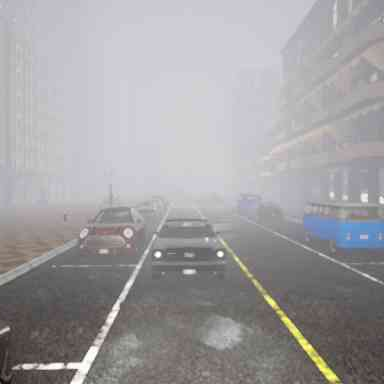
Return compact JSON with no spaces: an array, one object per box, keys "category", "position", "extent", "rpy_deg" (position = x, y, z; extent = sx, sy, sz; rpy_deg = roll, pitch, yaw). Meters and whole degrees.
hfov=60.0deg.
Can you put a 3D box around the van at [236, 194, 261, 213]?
[{"category":"van","position":[4.979,1.053,29.243],"extent":[1.690,1.788,3.998],"rpy_deg":[0,1,-2]}]

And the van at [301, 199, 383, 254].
[{"category":"van","position":[5.550,1.213,12.685],"extent":[1.690,1.788,3.998],"rpy_deg":[0,1,-2]}]

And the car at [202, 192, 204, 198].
[{"category":"car","position":[3.640,0.882,68.051],"extent":[1.752,1.417,4.829],"rpy_deg":[0,0,-2]}]

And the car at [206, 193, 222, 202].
[{"category":"car","position":[4.028,1.021,56.842],"extent":[1.947,1.339,4.313],"rpy_deg":[0,1,-2]}]

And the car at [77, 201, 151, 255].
[{"category":"car","position":[-2.826,1.314,12.398],"extent":[1.967,1.590,4.097],"rpy_deg":[0,1,-2]}]

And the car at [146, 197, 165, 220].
[{"category":"car","position":[-3.206,1.318,23.437],"extent":[2.008,1.369,4.403],"rpy_deg":[0,1,-2]}]

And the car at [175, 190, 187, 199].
[{"category":"car","position":[-2.382,0.497,77.683],"extent":[2.150,2.045,5.566],"rpy_deg":[0,0,-2]}]

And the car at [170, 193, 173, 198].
[{"category":"car","position":[-3.968,1.123,45.515],"extent":[1.947,1.339,4.313],"rpy_deg":[0,1,-2]}]

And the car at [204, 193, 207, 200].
[{"category":"car","position":[3.831,0.930,62.530],"extent":[1.752,1.417,4.829],"rpy_deg":[0,1,-2]}]

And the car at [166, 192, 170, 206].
[{"category":"car","position":[-3.587,1.102,34.475],"extent":[1.967,1.590,4.097],"rpy_deg":[0,1,-2]}]

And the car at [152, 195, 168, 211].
[{"category":"car","position":[-3.397,1.265,28.957],"extent":[2.008,1.369,4.403],"rpy_deg":[0,1,-2]}]

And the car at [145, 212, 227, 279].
[{"category":"car","position":[-0.139,1.500,9.827],"extent":[1.895,1.301,4.718],"rpy_deg":[0,1,-2]}]

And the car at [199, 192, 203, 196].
[{"category":"car","position":[3.265,0.809,78.920],"extent":[1.887,1.381,4.507],"rpy_deg":[0,0,-2]}]

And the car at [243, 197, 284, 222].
[{"category":"car","position":[5.170,1.310,23.725],"extent":[1.887,1.381,4.507],"rpy_deg":[0,1,-2]}]

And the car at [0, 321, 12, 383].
[{"category":"car","position":[-2.444,1.550,1.360],"extent":[1.947,1.339,4.313],"rpy_deg":[0,1,-2]}]

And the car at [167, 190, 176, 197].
[{"category":"car","position":[-5.493,0.488,89.668],"extent":[2.192,1.841,5.009],"rpy_deg":[0,0,-2]}]

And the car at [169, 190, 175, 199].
[{"category":"car","position":[-5.110,0.832,78.632],"extent":[1.947,1.339,4.313],"rpy_deg":[0,0,-2]}]
